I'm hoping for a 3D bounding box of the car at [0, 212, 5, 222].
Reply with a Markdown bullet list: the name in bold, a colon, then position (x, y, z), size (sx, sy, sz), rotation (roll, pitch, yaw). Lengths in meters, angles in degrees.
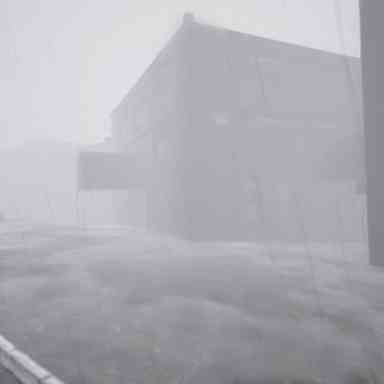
- **car**: position (-17.344, 1.797, 26.247), size (2.231, 1.521, 4.892), rotation (-1, -1, 25)
